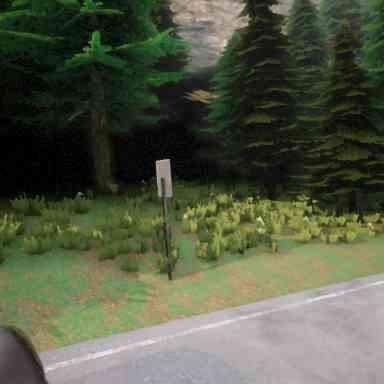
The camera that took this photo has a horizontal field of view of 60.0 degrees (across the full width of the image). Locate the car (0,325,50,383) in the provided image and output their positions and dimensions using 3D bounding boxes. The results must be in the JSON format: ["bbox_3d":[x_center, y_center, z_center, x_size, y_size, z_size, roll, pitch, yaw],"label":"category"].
[{"bbox_3d":[-3.316,1.569,1.236,5.357,1.411,2.033,-1,0,-37],"label":"car"}]
